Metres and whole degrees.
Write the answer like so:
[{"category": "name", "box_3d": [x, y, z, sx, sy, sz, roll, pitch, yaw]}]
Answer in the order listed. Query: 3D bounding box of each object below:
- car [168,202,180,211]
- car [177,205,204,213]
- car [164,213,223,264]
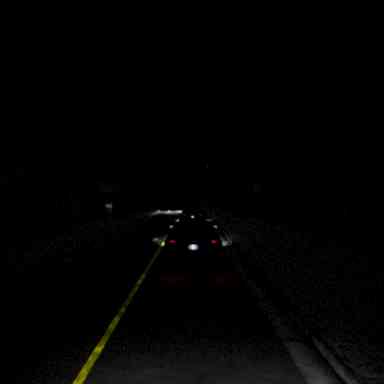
[{"category": "car", "box_3d": [-2.807, 2.256, 52.349, 1.895, 1.301, 4.718, 0, -1, 0]}, {"category": "car", "box_3d": [0.060, 1.911, 27.562, 1.994, 1.385, 4.181, 0, -1, 0]}, {"category": "car", "box_3d": [0.053, 1.722, 12.460, 1.994, 1.385, 4.181, 0, -1, 0]}]
